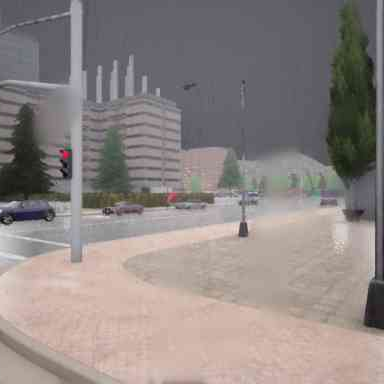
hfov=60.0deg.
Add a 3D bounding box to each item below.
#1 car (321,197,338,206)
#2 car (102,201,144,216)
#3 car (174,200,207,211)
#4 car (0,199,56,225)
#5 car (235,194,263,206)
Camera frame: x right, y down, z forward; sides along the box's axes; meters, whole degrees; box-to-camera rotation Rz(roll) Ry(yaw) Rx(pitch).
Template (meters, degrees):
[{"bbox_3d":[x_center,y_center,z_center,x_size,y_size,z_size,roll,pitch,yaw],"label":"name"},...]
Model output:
[{"bbox_3d":[22.243,1.526,54.001,1.812,1.442,4.674,0,0,36],"label":"car"},{"bbox_3d":[-6.662,1.564,32.439,1.994,1.385,4.181,0,0,36],"label":"car"},{"bbox_3d":[-0.132,1.601,41.403,1.895,1.301,4.718,0,0,36],"label":"car"},{"bbox_3d":[-12.505,1.352,24.388,2.097,1.767,4.553,0,0,36],"label":"car"},{"bbox_3d":[9.268,1.515,54.183,1.837,1.490,4.892,0,0,36],"label":"car"}]
